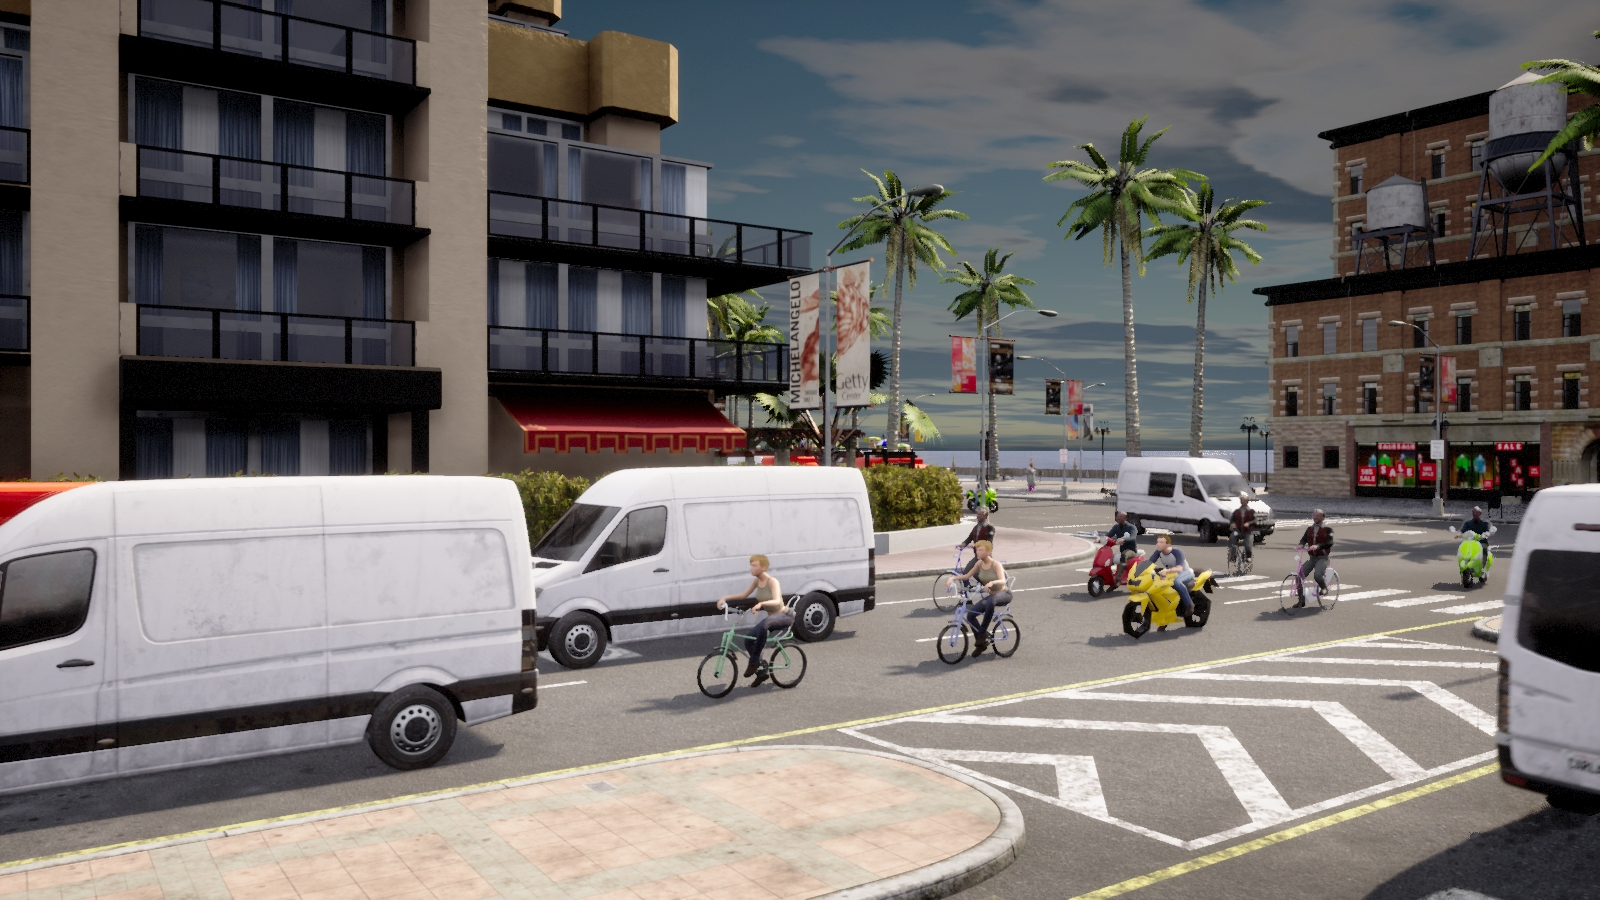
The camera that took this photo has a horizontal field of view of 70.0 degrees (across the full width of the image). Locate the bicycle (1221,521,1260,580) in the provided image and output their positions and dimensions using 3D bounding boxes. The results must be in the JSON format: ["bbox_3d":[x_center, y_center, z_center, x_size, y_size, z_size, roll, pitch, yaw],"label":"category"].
[{"bbox_3d":[9.809,2.210,25.405,0.329,1.171,1.835,0,0,36],"label":"bicycle"}]

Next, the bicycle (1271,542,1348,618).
[{"bbox_3d":[8.765,2.210,19.640,1.835,1.171,0.329,0,0,-36],"label":"bicycle"}]

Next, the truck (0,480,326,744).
[{"bbox_3d":[-8.124,1.579,12.180,5.204,2.467,2.627,1,-1,-35],"label":"truck"}]

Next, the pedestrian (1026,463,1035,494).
[{"bbox_3d":[13.745,1.696,68.198,0.375,1.860,0.375,0,0,-43],"label":"pedestrian"}]

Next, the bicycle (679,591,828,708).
[{"bbox_3d":[-0.533,2.256,13.140,1.487,1.080,0.859,0,0,-35],"label":"bicycle"}]

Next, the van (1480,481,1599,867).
[{"bbox_3d":[7.976,1.535,9.214,5.915,2.561,1.988,0,0,-34],"label":"van"}]

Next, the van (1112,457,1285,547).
[{"bbox_3d":[12.415,1.534,36.161,1.988,2.561,5.915,0,0,-18],"label":"van"}]

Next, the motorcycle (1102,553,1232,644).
[{"bbox_3d":[5.572,2.213,17.294,2.033,1.145,0.803,0,0,-34],"label":"motorcycle"}]

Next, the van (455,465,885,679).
[{"bbox_3d":[-1.725,1.534,16.503,5.915,2.561,1.988,0,0,-34],"label":"van"}]

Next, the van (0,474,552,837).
[{"bbox_3d":[-5.327,1.534,9.848,5.915,2.561,1.988,0,0,-34],"label":"van"}]
